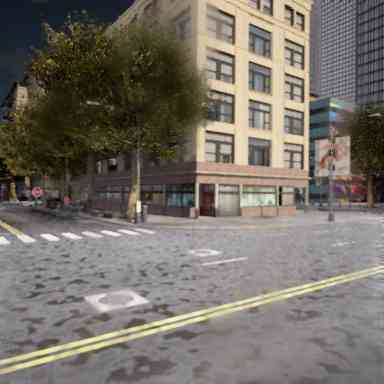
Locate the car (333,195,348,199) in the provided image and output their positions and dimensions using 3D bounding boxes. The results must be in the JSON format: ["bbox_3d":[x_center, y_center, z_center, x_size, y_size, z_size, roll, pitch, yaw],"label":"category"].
[{"bbox_3d":[37.275,2.074,86.983,2.002,1.452,4.674,1,0,-36],"label":"car"}]
